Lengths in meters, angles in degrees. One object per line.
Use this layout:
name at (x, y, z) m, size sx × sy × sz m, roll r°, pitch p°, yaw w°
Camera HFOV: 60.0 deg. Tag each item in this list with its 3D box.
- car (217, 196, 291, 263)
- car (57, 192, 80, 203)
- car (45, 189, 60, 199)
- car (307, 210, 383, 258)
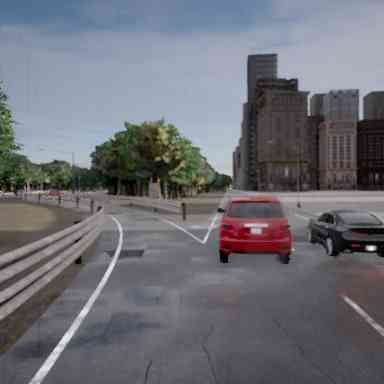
car at (2.091, 1.163, 11.955) m, size 2.150 × 2.045 × 5.566 m, roll 0°, pitch 0°, yaw 6°
car at (-20.291, 1.059, 55.434) m, size 1.837 × 1.490 × 4.892 m, roll -1°, pitch 1°, yaw -39°
car at (-26.574, 0.516, 63.556) m, size 2.150 × 2.045 × 5.566 m, roll -1°, pitch 1°, yaw -33°
car at (5.666, 1.431, 12.438) m, size 1.837 × 1.490 × 4.892 m, roll 0°, pitch 0°, yaw 6°
